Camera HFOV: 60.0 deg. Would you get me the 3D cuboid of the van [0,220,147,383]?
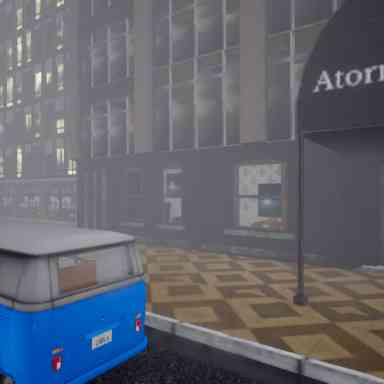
[{"bbox_3d":[-2.467,1.341,4.634,3.998,1.788,1.690,0,0,35],"label":"van"}]
